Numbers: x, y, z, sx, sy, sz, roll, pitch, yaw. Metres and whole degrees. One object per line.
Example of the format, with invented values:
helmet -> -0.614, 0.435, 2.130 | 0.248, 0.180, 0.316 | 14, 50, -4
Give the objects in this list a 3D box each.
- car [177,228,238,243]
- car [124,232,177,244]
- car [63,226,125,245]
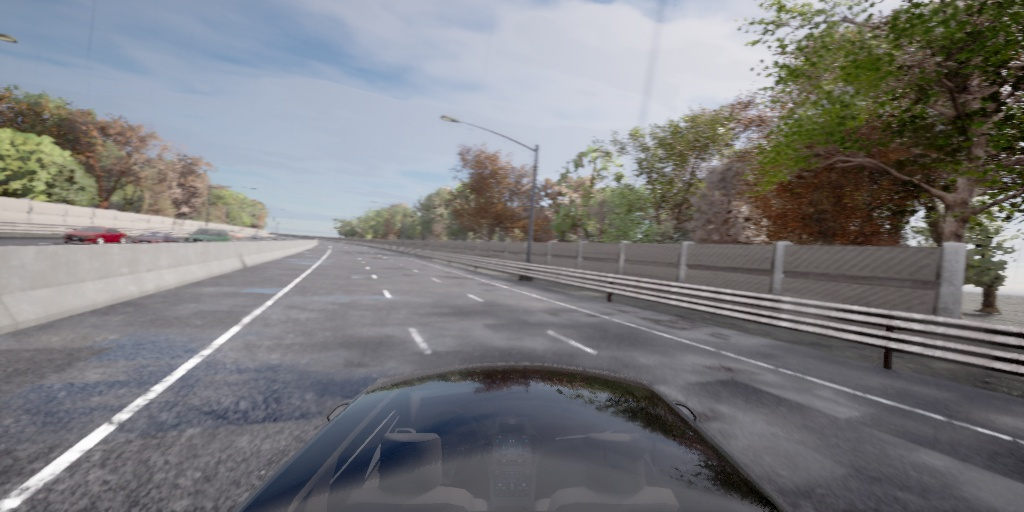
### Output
car -> -26.235, -1.385, 31.130 | 2.150, 2.045, 5.566 | 4, 1, -25
car -> -29.514, -1.298, 29.834 | 1.994, 1.385, 4.181 | 4, 0, -25
car -> -32.600, -1.623, 28.218 | 1.882, 1.535, 5.008 | 4, 0, -25
